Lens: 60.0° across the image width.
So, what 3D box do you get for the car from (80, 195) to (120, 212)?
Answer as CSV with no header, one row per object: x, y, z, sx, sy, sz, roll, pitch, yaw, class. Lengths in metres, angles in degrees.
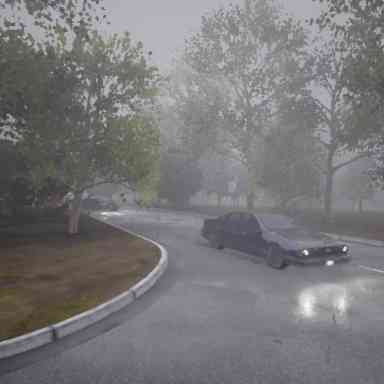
-8.143,0.972,29.168,4.181,1.385,1.994,2,0,44,car

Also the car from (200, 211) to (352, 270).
2.197,1.321,10.562,2.033,1.411,5.357,1,0,-27,car
